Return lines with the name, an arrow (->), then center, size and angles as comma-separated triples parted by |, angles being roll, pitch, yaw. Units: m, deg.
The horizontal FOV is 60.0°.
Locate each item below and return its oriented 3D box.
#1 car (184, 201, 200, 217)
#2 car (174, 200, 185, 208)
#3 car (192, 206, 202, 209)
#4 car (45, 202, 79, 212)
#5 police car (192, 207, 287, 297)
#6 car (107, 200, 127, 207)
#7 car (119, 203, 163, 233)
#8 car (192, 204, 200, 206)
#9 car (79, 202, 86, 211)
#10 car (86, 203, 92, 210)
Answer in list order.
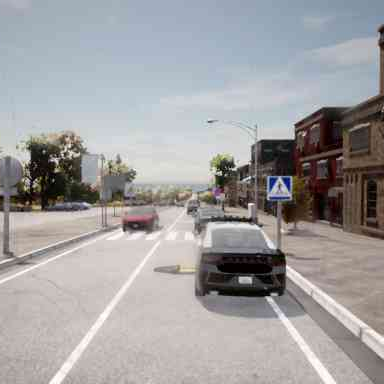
car -> 0.256, 2.359, 46.538 | 1.837, 1.490, 4.892 | 0, -1, 1
car -> -2.779, 3.178, 82.174 | 1.837, 1.490, 4.892 | 0, -1, 0
car -> 1.051, 1.715, 18.771 | 1.837, 1.490, 4.892 | 0, -1, 0
car -> -21.659, 2.521, 54.446 | 4.674, 1.452, 2.002 | 0, -1, 0
police car -> 1.026, 1.452, 8.861 | 1.930, 1.638, 5.238 | 1, 0, 0
car -> -21.385, 3.378, 92.619 | 5.008, 1.535, 2.097 | 0, -1, 0
car -> -3.257, 1.731, 21.867 | 1.882, 1.535, 5.008 | 0, -1, 0
car -> 1.084, 1.853, 24.775 | 1.837, 1.490, 4.892 | 0, -1, 0
car -> -21.633, 2.559, 57.722 | 4.892, 1.521, 2.231 | 0, -1, 0
car -> -21.621, 2.634, 60.995 | 5.008, 1.535, 2.097 | 0, -1, 0
